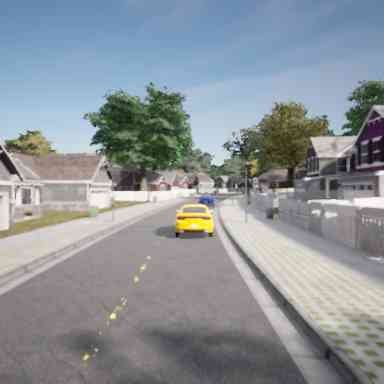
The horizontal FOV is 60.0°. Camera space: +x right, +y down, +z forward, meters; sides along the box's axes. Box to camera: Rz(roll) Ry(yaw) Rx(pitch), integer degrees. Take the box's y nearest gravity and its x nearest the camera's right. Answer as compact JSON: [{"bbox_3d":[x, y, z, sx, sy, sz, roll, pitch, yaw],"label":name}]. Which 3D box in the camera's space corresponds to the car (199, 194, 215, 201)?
[{"bbox_3d":[1.961,0.983,43.145,1.882,1.535,5.008,0,1,7],"label":"car"}]

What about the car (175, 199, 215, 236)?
[{"bbox_3d":[0.147,1.398,18.078,1.882,1.535,5.008,0,1,1],"label":"car"}]
